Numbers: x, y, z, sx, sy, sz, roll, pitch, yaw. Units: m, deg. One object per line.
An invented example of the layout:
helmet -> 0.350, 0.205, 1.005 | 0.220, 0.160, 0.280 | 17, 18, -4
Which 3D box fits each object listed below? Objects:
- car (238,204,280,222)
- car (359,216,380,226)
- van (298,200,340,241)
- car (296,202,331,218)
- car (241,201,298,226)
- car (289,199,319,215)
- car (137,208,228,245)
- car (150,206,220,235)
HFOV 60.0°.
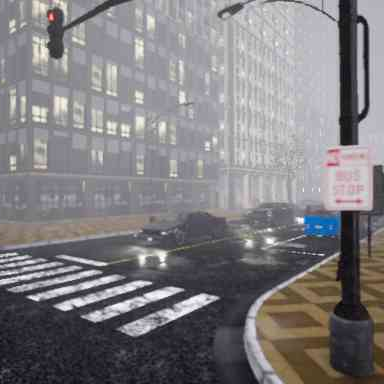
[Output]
car -> 5.811, 1.729, 28.495 | 1.802, 1.307, 4.206 | -1, 0, 38
car -> 12.055, 1.512, 23.690 | 1.967, 1.590, 4.097 | -1, 0, 38
van -> 7.093, 1.410, 17.060 | 1.690, 1.788, 3.998 | -1, 0, 38
car -> 11.797, 1.690, 32.213 | 1.994, 1.385, 4.181 | -1, 0, 38
car -> 5.746, 1.475, 24.363 | 2.097, 1.767, 4.553 | -1, 0, 38
car -> 12.595, 1.592, 37.315 | 1.967, 1.590, 4.097 | -1, 0, 38
car -> -0.228, 1.668, 16.601 | 2.033, 1.411, 5.357 | -1, 0, 38
car -> -0.296, 1.671, 20.771 | 1.752, 1.417, 4.829 | -1, 0, 38
